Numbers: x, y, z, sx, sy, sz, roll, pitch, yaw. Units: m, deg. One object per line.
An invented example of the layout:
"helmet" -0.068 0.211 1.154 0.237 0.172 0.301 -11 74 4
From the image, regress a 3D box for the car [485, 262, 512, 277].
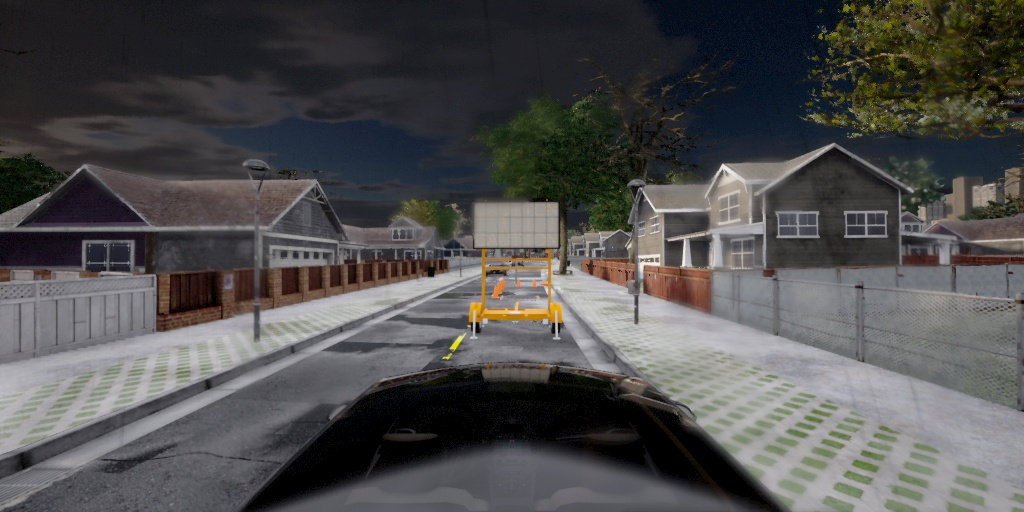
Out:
"car" -1.446 1.264 34.098 1.994 1.385 4.181 0 0 4

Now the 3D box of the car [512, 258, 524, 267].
"car" 0.970 1.084 58.535 1.837 1.490 4.892 0 0 6

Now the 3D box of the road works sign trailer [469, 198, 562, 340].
"road works sign trailer" 0.126 0.212 10.022 2.380 3.560 2.880 0 0 2
